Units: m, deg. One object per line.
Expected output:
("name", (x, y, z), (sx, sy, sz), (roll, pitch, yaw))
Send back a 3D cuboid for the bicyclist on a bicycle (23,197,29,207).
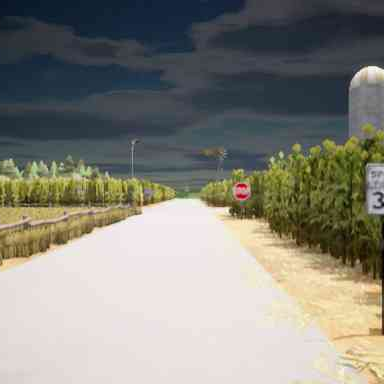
("bicyclist on a bicycle", (-21.424, 1.429, 43.052), (0.582, 1.620, 1.656), (0, 0, 0))
